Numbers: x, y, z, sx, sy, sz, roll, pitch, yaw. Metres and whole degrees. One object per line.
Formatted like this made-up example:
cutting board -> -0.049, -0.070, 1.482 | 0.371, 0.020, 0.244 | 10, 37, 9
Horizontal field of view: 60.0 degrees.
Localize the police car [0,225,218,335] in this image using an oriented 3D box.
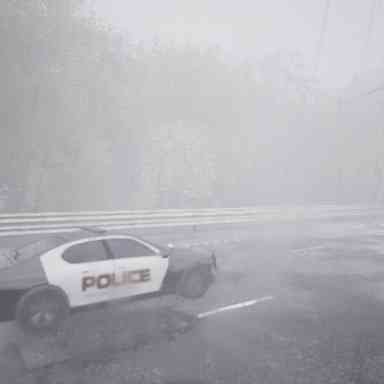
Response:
police car -> -1.679, 1.507, 6.912 | 4.974, 1.542, 2.038 | 0, 0, -36
